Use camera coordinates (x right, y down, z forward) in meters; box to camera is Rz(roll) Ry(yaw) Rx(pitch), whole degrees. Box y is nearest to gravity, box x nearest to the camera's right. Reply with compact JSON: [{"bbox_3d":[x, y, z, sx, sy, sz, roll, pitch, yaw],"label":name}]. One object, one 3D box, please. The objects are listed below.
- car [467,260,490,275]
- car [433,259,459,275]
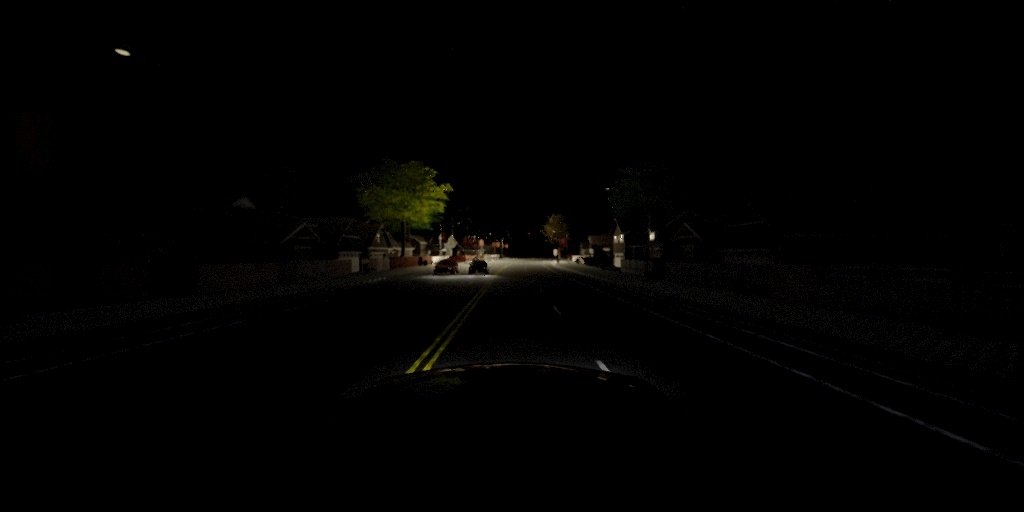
[{"bbox_3d":[-3.312,1.142,36.341,1.812,1.442,4.674,0,0,0],"label":"car"},{"bbox_3d":[-6.562,1.095,36.076,1.882,1.535,5.008,0,0,0],"label":"car"}]
